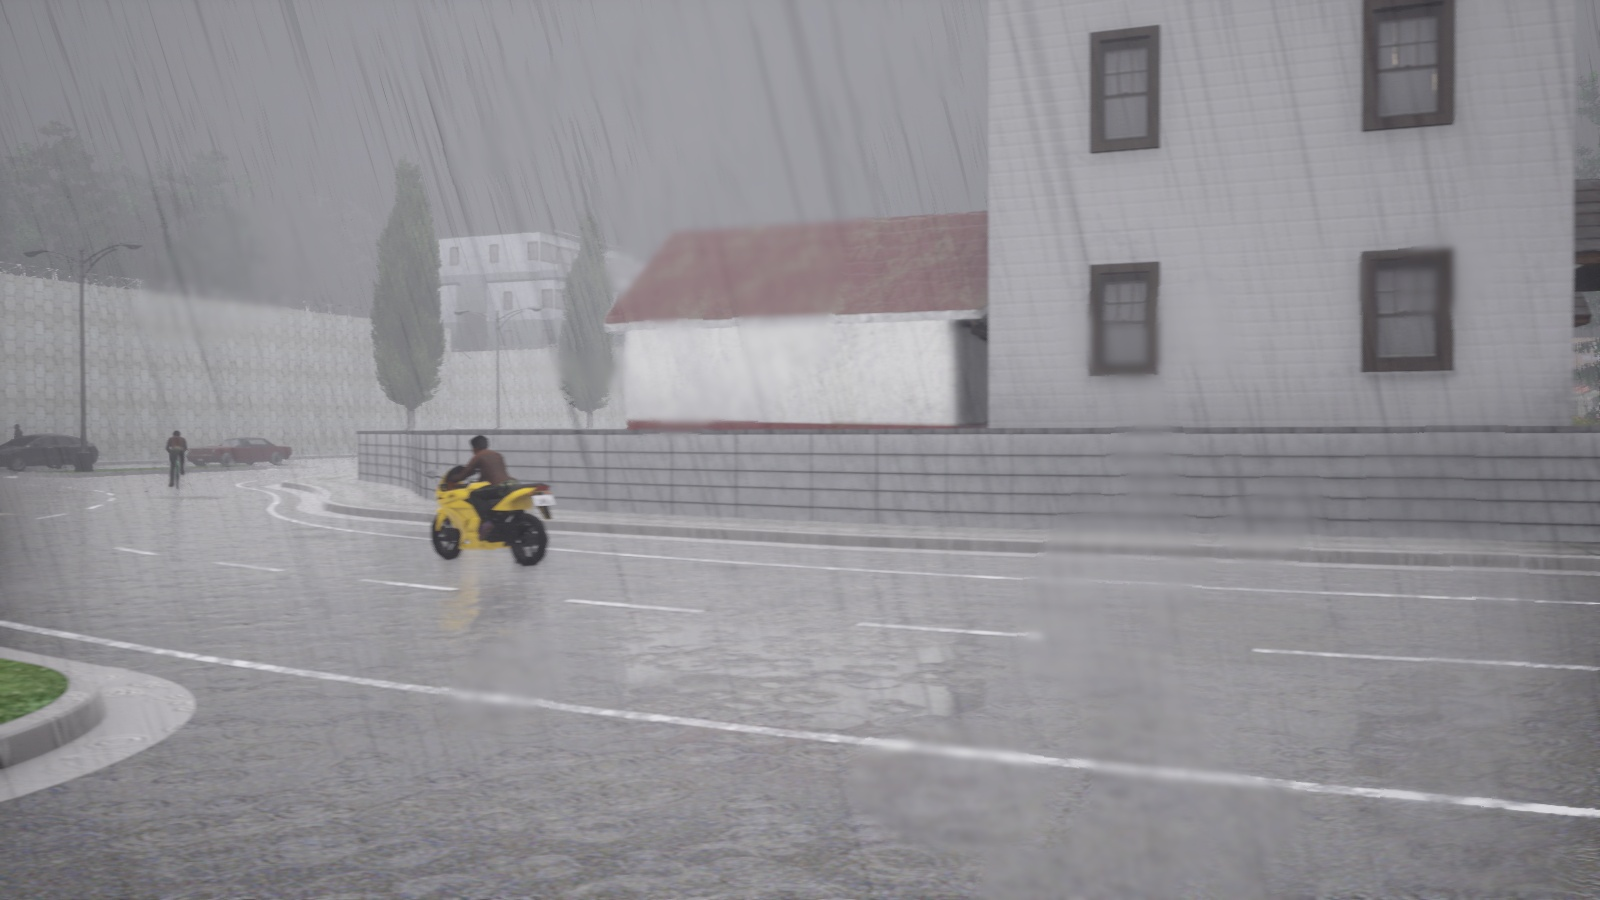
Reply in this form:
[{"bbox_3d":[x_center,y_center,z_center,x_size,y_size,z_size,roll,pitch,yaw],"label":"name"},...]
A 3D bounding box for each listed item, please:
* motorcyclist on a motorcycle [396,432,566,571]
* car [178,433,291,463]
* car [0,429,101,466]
[{"bbox_3d":[-3.774,0.556,14.803,2.044,1.523,0.797,1,1,35],"label":"motorcyclist on a motorcycle"},{"bbox_3d":[-25.881,-0.100,57.641,1.895,1.301,4.718,1,1,22],"label":"car"},{"bbox_3d":[-31.883,-0.129,52.188,1.837,1.490,4.892,1,1,22],"label":"car"}]
